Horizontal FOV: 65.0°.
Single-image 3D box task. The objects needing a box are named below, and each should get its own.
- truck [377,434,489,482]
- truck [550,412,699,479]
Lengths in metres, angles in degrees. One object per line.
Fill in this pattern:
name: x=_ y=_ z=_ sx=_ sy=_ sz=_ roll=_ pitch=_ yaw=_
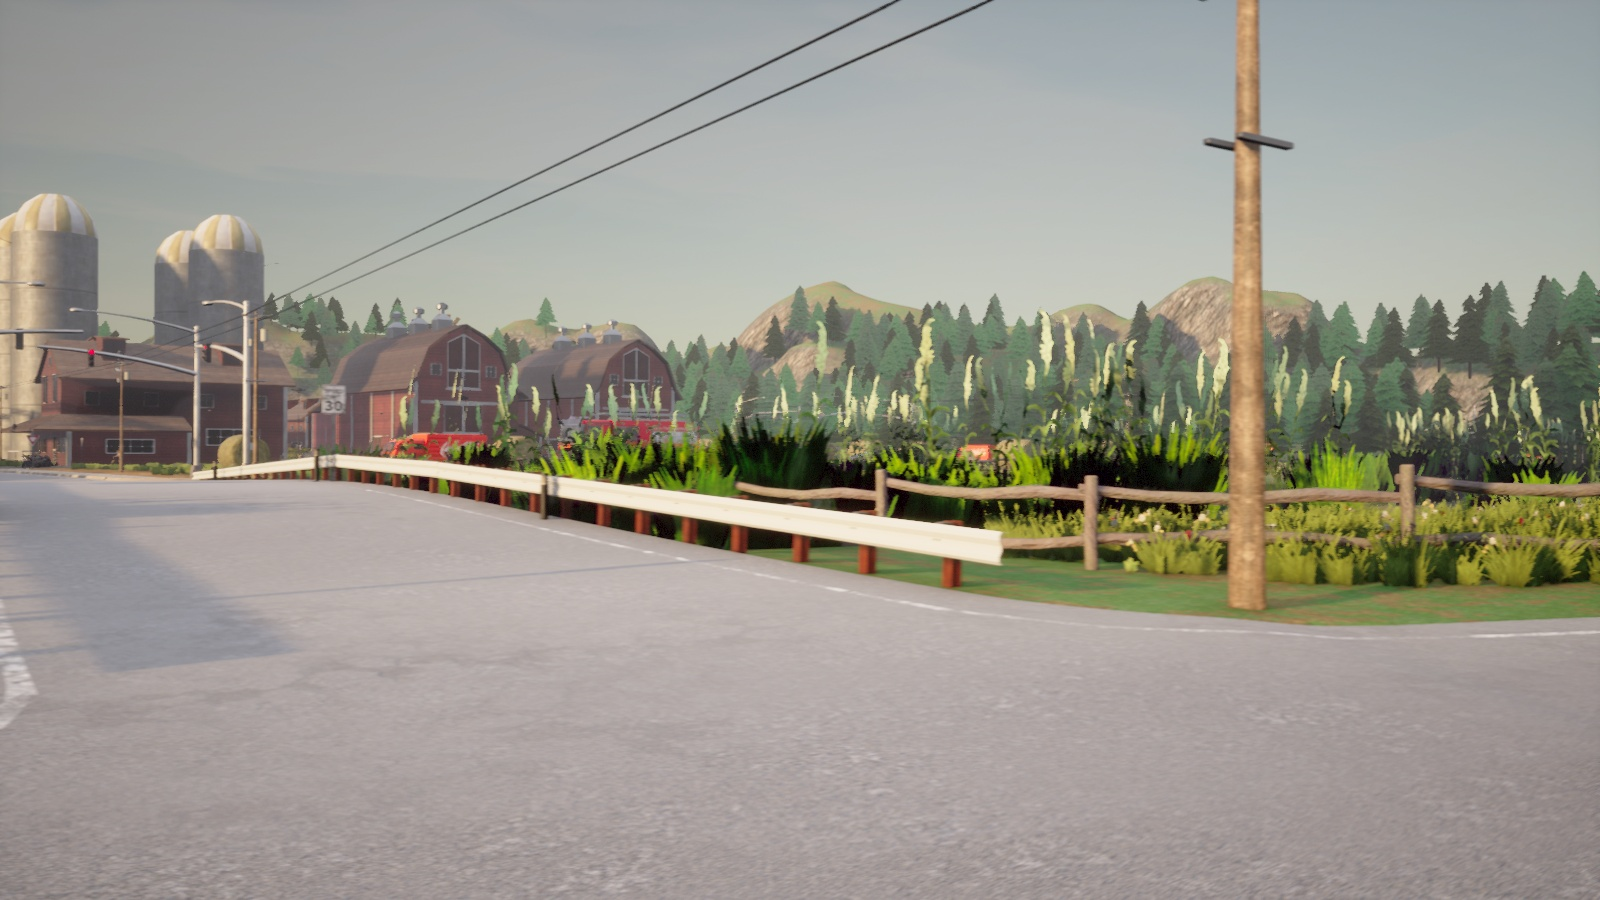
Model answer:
truck: x=-19.749 y=0.429 z=67.672 sx=5.204 sy=2.467 sz=2.627 roll=0 pitch=0 yaw=-38
truck: x=-10.396 y=-0.252 z=75.063 sx=8.468 sy=3.827 sz=2.891 roll=0 pitch=0 yaw=-38
